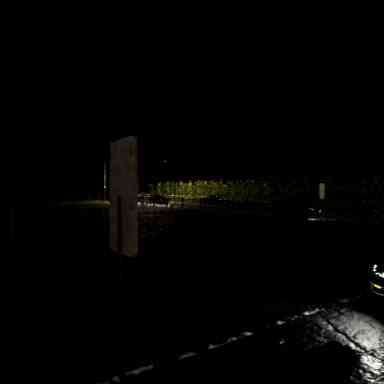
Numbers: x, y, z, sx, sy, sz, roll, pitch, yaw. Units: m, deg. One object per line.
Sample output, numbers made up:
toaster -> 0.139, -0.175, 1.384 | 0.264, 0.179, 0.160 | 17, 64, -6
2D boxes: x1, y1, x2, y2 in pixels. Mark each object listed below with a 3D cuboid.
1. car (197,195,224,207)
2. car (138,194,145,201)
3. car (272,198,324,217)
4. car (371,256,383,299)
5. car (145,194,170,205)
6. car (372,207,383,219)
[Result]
car -> 2.504, 1.218, 47.048 | 2.128, 1.511, 4.902 | 0, 0, -33
car -> -9.783, 1.038, 66.632 | 2.128, 1.511, 4.902 | 0, 1, -32
car -> 9.349, 1.357, 29.709 | 1.837, 1.490, 4.892 | 0, 0, -32
car -> 5.753, 1.497, 7.219 | 4.892, 1.490, 1.837 | 0, 0, -36
car -> -5.209, 1.159, 52.313 | 1.837, 1.490, 4.892 | 0, 0, -32
car -> 16.461, 1.513, 25.447 | 1.895, 1.301, 4.718 | 0, 0, -32
